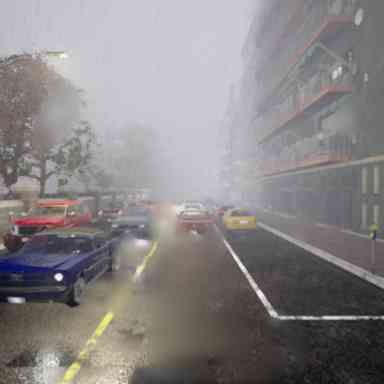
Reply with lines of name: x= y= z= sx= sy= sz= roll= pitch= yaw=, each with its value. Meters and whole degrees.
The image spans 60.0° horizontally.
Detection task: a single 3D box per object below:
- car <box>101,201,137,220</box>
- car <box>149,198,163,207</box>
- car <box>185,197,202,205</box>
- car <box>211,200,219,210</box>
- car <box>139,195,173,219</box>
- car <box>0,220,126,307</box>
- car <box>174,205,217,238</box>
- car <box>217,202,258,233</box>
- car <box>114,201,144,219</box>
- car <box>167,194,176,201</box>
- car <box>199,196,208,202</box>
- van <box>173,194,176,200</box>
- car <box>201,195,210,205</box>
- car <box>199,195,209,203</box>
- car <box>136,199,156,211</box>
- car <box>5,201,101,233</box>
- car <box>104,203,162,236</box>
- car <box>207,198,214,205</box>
car: x=-5.690 y=1.453 z=24.982 sx=1.967 sy=1.590 sz=4.097 roll=0 pitch=0 yaw=0
car: x=-5.685 y=1.619 z=52.658 sx=1.802 sy=1.307 sz=4.206 roll=0 pitch=0 yaw=0
car: x=0.036 y=1.628 z=42.515 sx=1.895 sy=1.301 sz=4.718 roll=0 pitch=0 yaw=0
car: x=2.691 y=1.558 z=24.981 sx=1.887 sy=1.381 sz=4.507 roll=0 pitch=0 yaw=0
car: x=-3.083 y=1.369 z=28.874 sx=2.097 sy=1.767 sz=4.553 roll=0 pitch=0 yaw=0
car: x=-3.094 y=1.604 z=8.075 sx=1.895 sy=1.301 sz=4.718 roll=0 pitch=0 yaw=0
car: x=0.104 y=1.609 z=17.834 sx=1.895 sy=1.301 sz=4.718 roll=0 pitch=0 yaw=0
car: x=2.690 y=1.535 z=19.616 sx=1.752 sy=1.417 sz=4.829 roll=0 pitch=0 yaw=0
car: x=-5.689 y=1.562 z=30.517 sx=1.887 sy=1.381 sz=4.507 roll=0 pitch=0 yaw=0
car: x=-5.681 y=1.399 z=91.404 sx=2.192 sy=1.841 sz=5.009 roll=0 pitch=0 yaw=0
car: x=2.699 y=1.636 z=80.333 sx=1.947 sy=1.339 sz=4.313 roll=0 pitch=0 yaw=0
van: x=-5.682 y=1.418 z=85.868 sx=1.690 sy=1.788 sz=3.998 roll=0 pitch=0 yaw=0
car: x=2.695 y=1.581 z=52.657 sx=1.887 sy=1.381 sz=4.507 roll=0 pitch=0 yaw=0
car: x=2.697 y=1.503 z=74.798 sx=1.967 sy=1.590 sz=4.097 roll=0 pitch=0 yaw=0
car: x=-5.687 y=1.608 z=41.587 sx=1.802 sy=1.307 sz=4.206 roll=0 pitch=0 yaw=0
car: x=-5.692 y=1.321 z=13.911 sx=2.192 sy=1.841 sz=5.009 roll=0 pitch=0 yaw=0
car: x=-3.087 y=1.556 z=18.741 sx=2.033 sy=1.411 sz=5.357 roll=0 pitch=0 yaw=0
car: x=2.692 y=1.568 z=30.517 sx=2.008 sy=1.369 sz=4.403 roll=0 pitch=0 yaw=0
